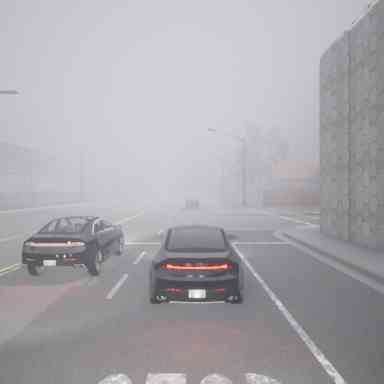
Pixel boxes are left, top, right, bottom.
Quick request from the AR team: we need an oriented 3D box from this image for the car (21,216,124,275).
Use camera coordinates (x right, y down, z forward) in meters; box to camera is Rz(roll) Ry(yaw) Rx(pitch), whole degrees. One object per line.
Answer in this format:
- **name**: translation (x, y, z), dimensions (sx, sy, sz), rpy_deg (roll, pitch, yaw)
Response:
- **car**: translation (-3.421, 1.491, 10.413), dimensions (2.128, 1.511, 4.902), rpy_deg (0, 0, 0)

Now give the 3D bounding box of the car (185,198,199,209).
- **car**: translation (0.009, 1.490, 44.142), dimensions (2.128, 1.511, 4.902), rpy_deg (0, 0, 0)

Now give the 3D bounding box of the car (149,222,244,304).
- **car**: translation (0.085, 1.505, 8.142), dimensions (1.837, 1.490, 4.892), rpy_deg (0, 0, 0)
